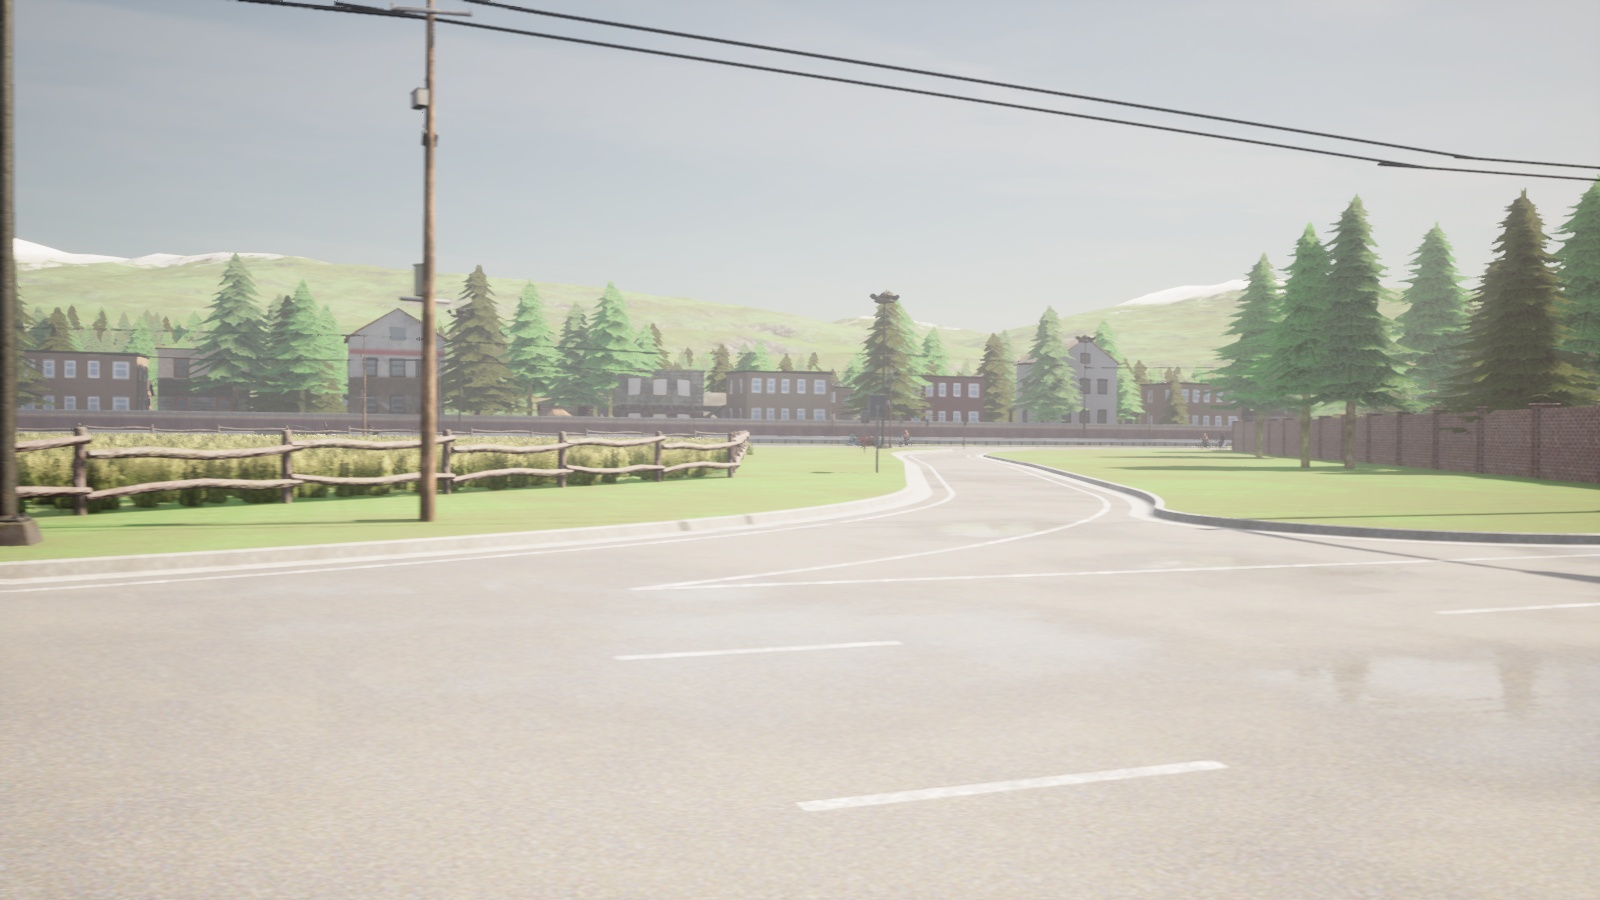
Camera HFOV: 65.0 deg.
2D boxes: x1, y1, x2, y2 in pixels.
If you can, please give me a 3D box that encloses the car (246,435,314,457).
[{"bbox_3d":[-38.031,-0.340,91.935,4.514,1.525,2.007,-1,1,-21],"label":"car"}]
